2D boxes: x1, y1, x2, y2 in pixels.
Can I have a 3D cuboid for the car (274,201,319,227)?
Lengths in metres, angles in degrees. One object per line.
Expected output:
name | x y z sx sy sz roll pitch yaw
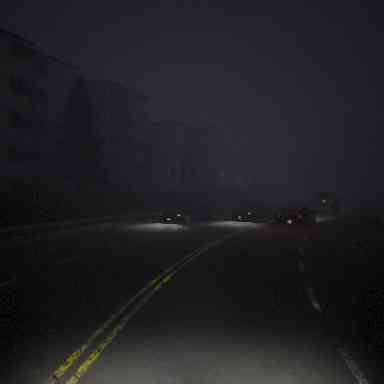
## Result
car | 6.887 1.482 21.921 1.895 1.301 4.718 1 0 28

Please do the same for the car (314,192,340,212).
car | 14.662 1.044 36.020 2.150 2.045 5.566 1 0 29

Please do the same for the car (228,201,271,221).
car | 4.603 1.390 25.565 2.033 1.411 5.357 1 0 29

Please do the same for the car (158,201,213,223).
car | -0.261 1.374 23.938 2.033 1.411 5.357 1 0 28
